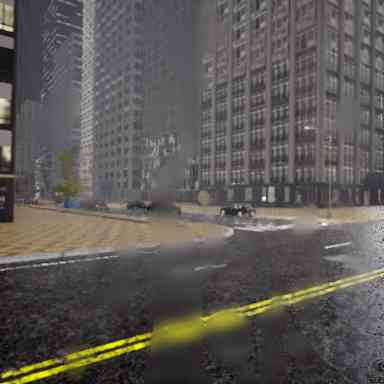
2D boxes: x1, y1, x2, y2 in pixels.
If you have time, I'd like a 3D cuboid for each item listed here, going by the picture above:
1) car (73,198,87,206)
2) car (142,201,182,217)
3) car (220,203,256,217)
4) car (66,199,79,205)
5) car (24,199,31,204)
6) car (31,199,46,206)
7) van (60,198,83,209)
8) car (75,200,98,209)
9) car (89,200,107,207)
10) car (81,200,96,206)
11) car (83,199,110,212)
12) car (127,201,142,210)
[{"bbox_3d":[-25.397,2.241,75.337,1.967,1.590,4.097,1,-1,-36],"label":"car"},{"bbox_3d":[-2.966,1.730,34.866,1.882,1.535,5.008,1,-1,-36],"label":"car"},{"bbox_3d":[4.679,1.861,34.420,2.008,1.369,4.403,1,-1,-36],"label":"car"},{"bbox_3d":[-28.728,2.420,79.890,1.947,1.339,4.313,1,-1,-36],"label":"car"},{"bbox_3d":[-38.822,2.325,79.498,1.947,1.339,4.313,1,-1,-36],"label":"car"},{"bbox_3d":[-32.163,2.233,70.391,1.802,1.307,4.206,1,-1,-36],"label":"car"},{"bbox_3d":[-18.845,1.776,52.179,1.690,1.788,3.998,1,-1,-36],"label":"van"},{"bbox_3d":[-17.544,2.044,54.941,2.033,1.411,5.357,1,-1,-36],"label":"car"},{"bbox_3d":[-18.736,2.258,66.226,1.947,1.339,4.313,1,-1,-36],"label":"car"},{"bbox_3d":[-22.067,2.328,70.780,1.802,1.307,4.206,1,-1,-36],"label":"car"},{"bbox_3d":[-12.186,1.765,43.071,1.967,1.590,4.097,1,-1,-36],"label":"car"},{"bbox_3d":[-8.746,2.095,52.561,1.947,1.339,4.313,1,-1,-36],"label":"car"}]
